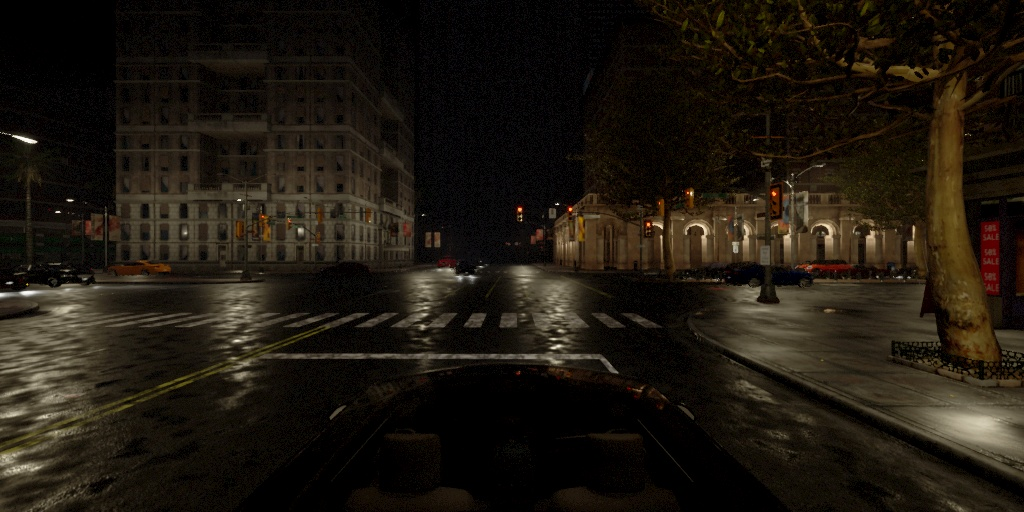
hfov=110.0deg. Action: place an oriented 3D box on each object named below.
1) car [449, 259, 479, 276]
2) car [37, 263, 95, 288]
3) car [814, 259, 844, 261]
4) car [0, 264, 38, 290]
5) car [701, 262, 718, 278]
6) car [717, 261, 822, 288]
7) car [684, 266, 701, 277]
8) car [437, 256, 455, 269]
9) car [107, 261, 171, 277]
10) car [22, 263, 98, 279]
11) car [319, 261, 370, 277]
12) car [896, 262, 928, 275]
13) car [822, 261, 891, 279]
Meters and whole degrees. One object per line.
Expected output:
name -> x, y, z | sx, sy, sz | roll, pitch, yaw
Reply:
car -> -5.185, 1.297, 38.379 | 2.033, 1.411, 5.357 | 0, 0, -15
car -> -30.240, 1.241, 23.386 | 4.902, 1.511, 2.128 | 0, 0, 1
car -> 29.931, 1.102, 34.577 | 4.553, 1.767, 2.097 | 0, 0, 0
car -> -29.798, 1.314, 19.875 | 4.181, 1.385, 1.994 | 0, 0, 1
car -> 19.698, 1.228, 31.163 | 5.008, 1.535, 1.882 | 0, 0, 0
car -> 16.370, 1.227, 22.960 | 5.008, 1.535, 1.882 | 0, 0, 0
car -> 19.642, 1.297, 34.664 | 5.357, 1.411, 2.033 | 0, 0, 1
car -> -10.450, 0.972, 57.606 | 2.150, 2.045, 5.566 | 0, 0, 0
car -> -36.472, 1.228, 35.109 | 5.008, 1.535, 1.882 | 0, 0, 0
car -> -39.790, 1.314, 31.648 | 4.181, 1.385, 1.994 | 0, 0, 0
car -> -16.910, 1.275, 36.342 | 4.674, 1.442, 1.812 | 0, 1, -31
car -> 40.491, 1.297, 34.482 | 5.357, 1.411, 2.033 | 0, 0, 1
car -> 29.575, 1.351, 31.082 | 4.718, 1.301, 1.895 | 0, 0, 1
